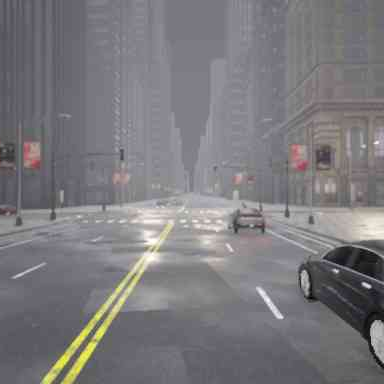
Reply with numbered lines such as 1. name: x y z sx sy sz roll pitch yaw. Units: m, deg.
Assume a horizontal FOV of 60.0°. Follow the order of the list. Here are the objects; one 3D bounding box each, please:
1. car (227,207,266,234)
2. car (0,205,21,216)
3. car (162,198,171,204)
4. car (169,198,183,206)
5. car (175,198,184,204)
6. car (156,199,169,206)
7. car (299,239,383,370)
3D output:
1. car: 3.347 1.718 21.011 2.128 1.511 4.902 0 -1 0
2. car: -23.990 2.286 41.892 4.507 1.381 1.887 -1 0 0
3. car: -6.518 2.415 86.202 2.033 1.411 5.357 0 -1 0
4. car: -3.263 2.096 70.638 2.097 1.767 4.553 0 -1 0
5. car: -3.267 2.415 86.202 2.033 1.411 5.357 0 -1 0
6. car: -6.514 2.280 70.605 2.033 1.411 5.357 0 -1 0
7. car: 3.350 1.568 5.698 1.837 1.490 4.892 0 -1 0
